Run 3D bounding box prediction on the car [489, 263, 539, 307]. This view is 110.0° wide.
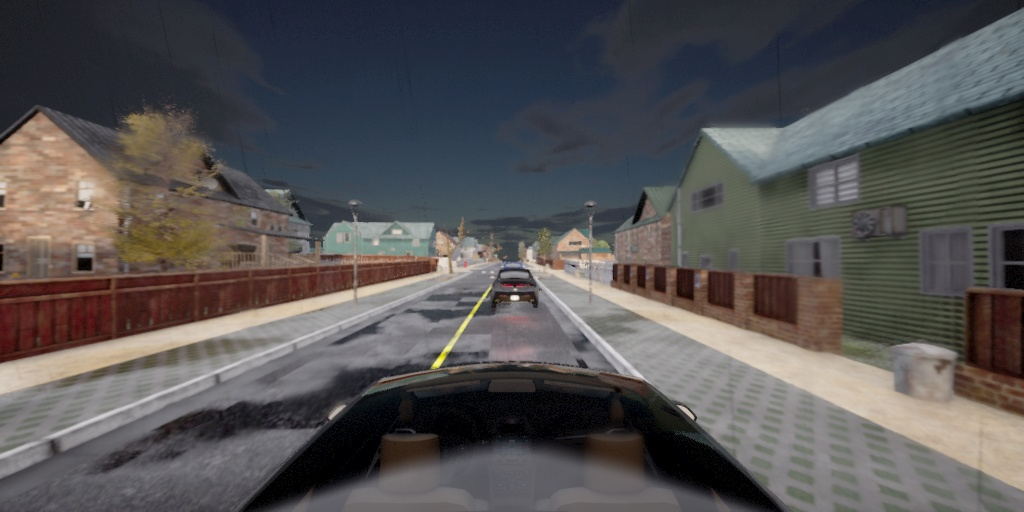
[{"bbox_3d":[0.103,1.249,15.316,1.837,1.490,4.892,0,0,0],"label":"car"}]
